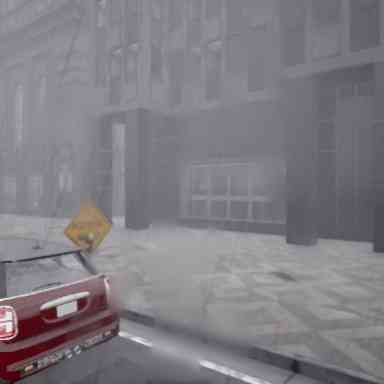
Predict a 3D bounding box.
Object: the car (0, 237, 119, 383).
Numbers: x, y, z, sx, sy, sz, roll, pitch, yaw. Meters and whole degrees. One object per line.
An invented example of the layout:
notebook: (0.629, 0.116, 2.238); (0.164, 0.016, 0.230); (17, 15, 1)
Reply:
car: (-3.090, 1.433, 5.141); (4.097, 1.590, 1.967); (0, 0, 35)

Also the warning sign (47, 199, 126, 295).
warning sign: (-2.322, 1.107, 7.428); (1.060, 1.860, 1.300); (0, 0, 35)
